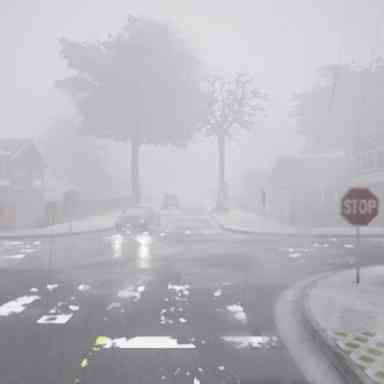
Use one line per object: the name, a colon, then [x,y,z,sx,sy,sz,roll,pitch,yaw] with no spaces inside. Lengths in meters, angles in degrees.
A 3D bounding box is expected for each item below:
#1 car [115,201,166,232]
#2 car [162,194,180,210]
car: [-3.124,1.541,20.272,1.812,1.442,4.674,0,0,8]
car: [-2.771,1.235,44.375,2.150,2.045,5.566,0,0,0]
